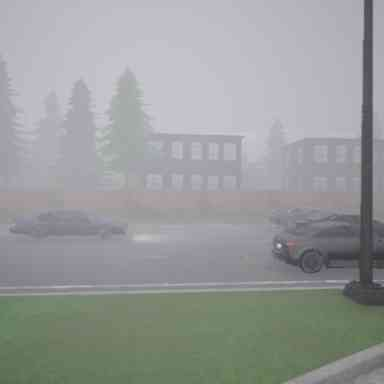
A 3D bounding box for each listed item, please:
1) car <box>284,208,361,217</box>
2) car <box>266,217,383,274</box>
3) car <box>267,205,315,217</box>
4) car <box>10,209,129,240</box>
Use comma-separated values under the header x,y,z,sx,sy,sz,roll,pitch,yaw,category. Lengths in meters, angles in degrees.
x,y,z,sx,sy,sz,roll,pitch,yaw,category
6.721,1.601,14.101,4.892,1.490,1.837,0,0,-6,car
4.631,1.630,10.351,4.181,1.385,1.994,1,0,-6,car
7.208,1.610,21.197,4.902,1.511,2.128,0,0,-6,car
-5.828,1.536,16.276,5.357,1.411,2.033,1,0,-6,car
